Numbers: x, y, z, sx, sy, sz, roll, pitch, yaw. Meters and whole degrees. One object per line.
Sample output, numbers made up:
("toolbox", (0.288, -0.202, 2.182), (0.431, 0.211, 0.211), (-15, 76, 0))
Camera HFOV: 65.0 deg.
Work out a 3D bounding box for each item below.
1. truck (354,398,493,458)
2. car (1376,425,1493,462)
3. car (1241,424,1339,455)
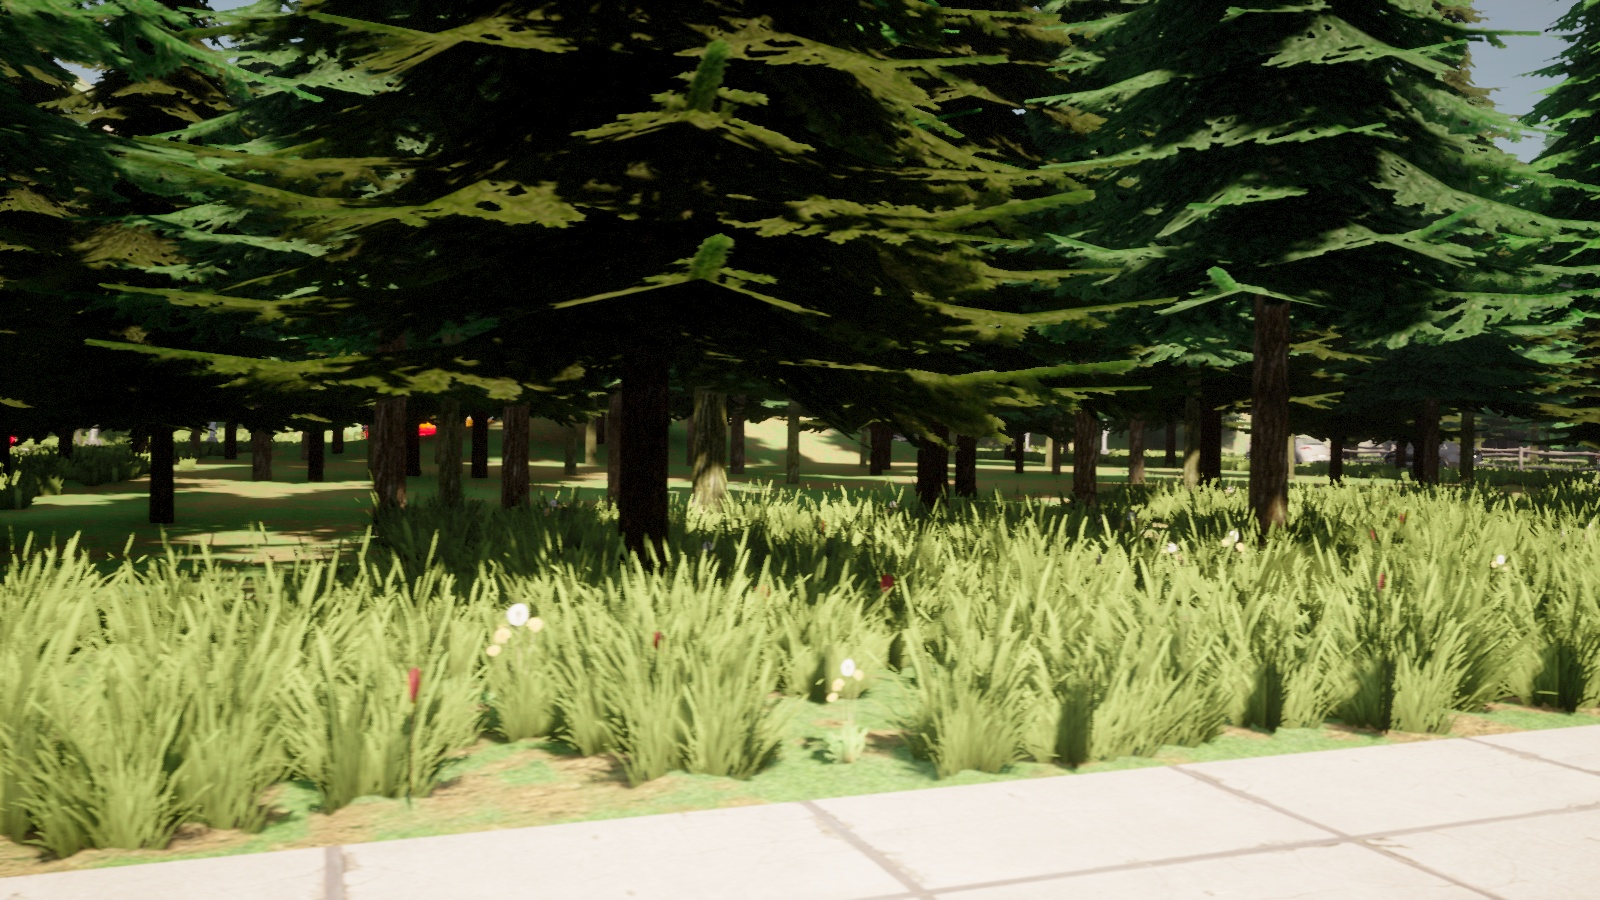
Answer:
("truck", (-24.997, -1.446, 83.528), (8.468, 3.827, 2.891), (-1, 1, -26))
("car", (29.870, -0.330, 59.320), (2.033, 1.649, 4.856), (-1, 1, -20))
("car", (26.618, -0.593, 68.399), (2.152, 1.651, 5.027), (-1, 1, -20))
